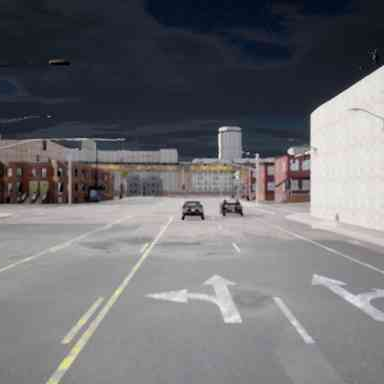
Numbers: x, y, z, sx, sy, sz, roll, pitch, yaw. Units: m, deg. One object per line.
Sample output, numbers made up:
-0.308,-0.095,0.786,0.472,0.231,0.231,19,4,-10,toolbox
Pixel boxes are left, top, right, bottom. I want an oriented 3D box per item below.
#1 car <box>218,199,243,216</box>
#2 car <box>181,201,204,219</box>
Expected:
3.596,1.377,31.148,2.128,1.511,4.902,0,0,0,car
0.030,1.444,27.915,2.033,1.411,5.357,0,0,-1,car
